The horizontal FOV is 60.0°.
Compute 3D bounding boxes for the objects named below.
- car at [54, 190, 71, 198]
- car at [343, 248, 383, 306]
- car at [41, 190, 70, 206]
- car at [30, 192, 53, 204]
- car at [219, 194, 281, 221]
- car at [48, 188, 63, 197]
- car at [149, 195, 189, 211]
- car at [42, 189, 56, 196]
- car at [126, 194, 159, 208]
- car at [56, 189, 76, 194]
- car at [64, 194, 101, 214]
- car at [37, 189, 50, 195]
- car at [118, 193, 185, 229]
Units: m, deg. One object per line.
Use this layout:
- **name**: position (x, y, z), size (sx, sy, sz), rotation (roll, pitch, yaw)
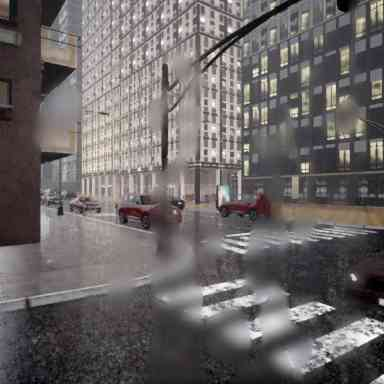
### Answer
- **car**: position (-25.213, 0.309, 64.646), size (1.887, 1.381, 4.507), rotation (1, 0, -36)
- **car**: position (5.566, 1.521, 7.300), size (5.357, 1.411, 2.033), rotation (-1, 1, -35)
- **car**: position (-15.648, 0.827, 37.229), size (2.008, 1.369, 4.403), rotation (2, 0, -36)
- **car**: position (-18.909, 0.752, 41.715), size (1.802, 1.307, 4.206), rotation (2, 0, -36)
- **car**: position (4.142, 1.027, 24.259), size (2.192, 1.841, 5.009), rotation (1, 0, -36)
- **car**: position (-28.471, 0.099, 69.132), size (1.967, 1.590, 4.097), rotation (1, 0, -36)
- **car**: position (-2.386, 1.070, 33.234), size (1.947, 1.339, 4.313), rotation (1, 0, -36)
- **car**: position (-31.735, 0.096, 73.620), size (1.887, 1.381, 4.507), rotation (1, 0, -36)
- **car**: position (-5.648, 0.965, 37.721), size (1.947, 1.339, 4.313), rotation (1, 0, -36)
- **car**: position (-19.568, 0.516, 52.447), size (1.837, 1.490, 4.892), rotation (0, 1, -36)
- **car**: position (-9.128, 1.067, 28.257), size (1.802, 1.307, 4.206), rotation (2, 0, -36)
- **car**: position (-34.996, -0.011, 78.108), size (1.887, 1.381, 4.507), rotation (1, 0, -36)
- **car**: position (-2.600, 1.008, 19.283), size (2.192, 1.841, 5.009), rotation (2, 0, -36)
